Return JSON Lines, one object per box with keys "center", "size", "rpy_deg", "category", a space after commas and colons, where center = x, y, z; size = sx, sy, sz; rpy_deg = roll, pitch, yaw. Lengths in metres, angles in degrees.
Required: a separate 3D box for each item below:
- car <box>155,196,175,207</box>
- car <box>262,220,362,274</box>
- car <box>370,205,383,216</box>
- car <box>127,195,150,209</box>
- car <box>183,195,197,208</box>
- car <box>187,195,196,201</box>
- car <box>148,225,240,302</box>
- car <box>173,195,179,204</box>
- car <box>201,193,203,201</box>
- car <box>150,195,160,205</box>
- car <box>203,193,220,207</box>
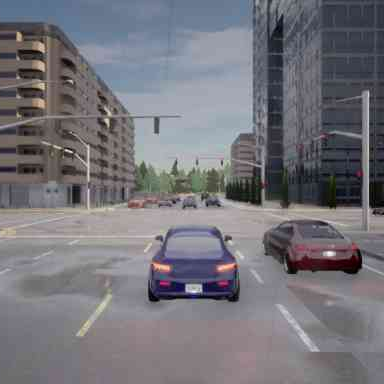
{"center": [-4.006, 1.600, 50.057], "size": [1.895, 1.301, 4.718], "rpy_deg": [0, 0, 0], "category": "car"}
{"center": [3.552, 1.564, 10.563], "size": [1.994, 1.385, 4.181], "rpy_deg": [0, 0, 0], "category": "car"}
{"center": [19.117, 1.546, 30.751], "size": [4.902, 1.511, 2.128], "rpy_deg": [0, 0, 0], "category": "car"}
{"center": [-7.483, 1.353, 45.659], "size": [2.097, 1.767, 4.553], "rpy_deg": [0, 0, 0], "category": "car"}
{"center": [-0.317, 1.547, 47.072], "size": [2.033, 1.411, 5.357], "rpy_deg": [0, 0, 0], "category": "car"}
{"center": [-0.124, 1.524, 82.601], "size": [2.128, 1.511, 4.902], "rpy_deg": [0, 0, 1], "category": "car"}
{"center": [0.044, 1.526, 8.139], "size": [1.812, 1.442, 4.674], "rpy_deg": [0, 0, 0], "category": "car"}
{"center": [-3.913, 1.600, 61.222], "size": [1.895, 1.301, 4.718], "rpy_deg": [0, 0, 1], "category": "car"}
{"center": [3.417, 1.225, 86.526], "size": [2.150, 2.045, 5.566], "rpy_deg": [0, 0, 1], "category": "car"}
{"center": [-7.435, 1.351, 59.594], "size": [2.097, 1.767, 4.553], "rpy_deg": [0, 0, 1], "category": "car"}
{"center": [3.196, 1.351, 52.524], "size": [2.097, 1.767, 4.553], "rpy_deg": [0, 0, 0], "category": "car"}
